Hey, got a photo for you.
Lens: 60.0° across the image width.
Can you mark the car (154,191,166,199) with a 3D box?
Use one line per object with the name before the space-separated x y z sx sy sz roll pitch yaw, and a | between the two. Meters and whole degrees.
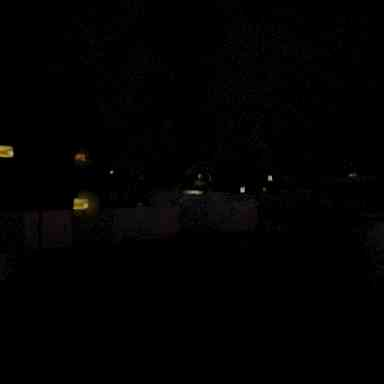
car | -6.192 0.541 61.927 1.812 1.442 4.674 1 1 -21
